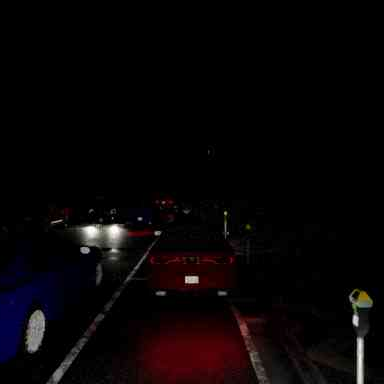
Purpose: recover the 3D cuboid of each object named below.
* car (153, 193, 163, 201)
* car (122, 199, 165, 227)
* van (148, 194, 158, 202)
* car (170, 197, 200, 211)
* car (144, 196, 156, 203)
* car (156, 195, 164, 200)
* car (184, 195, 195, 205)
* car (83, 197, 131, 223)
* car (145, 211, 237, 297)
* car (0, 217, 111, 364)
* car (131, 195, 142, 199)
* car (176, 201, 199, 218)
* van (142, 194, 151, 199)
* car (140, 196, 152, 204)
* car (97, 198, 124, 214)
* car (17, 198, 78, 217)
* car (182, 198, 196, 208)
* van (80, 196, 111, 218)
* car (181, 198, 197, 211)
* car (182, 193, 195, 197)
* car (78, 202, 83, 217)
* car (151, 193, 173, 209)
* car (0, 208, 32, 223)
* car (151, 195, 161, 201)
[{"bbox_3d":[-8.912,1.324,87.347,2.192,1.841,5.009,0,0,0],"label":"car"},{"bbox_3d":[-3.146,1.477,22.625,1.882,1.535,5.008,0,0,0],"label":"car"},{"bbox_3d":[-8.912,1.345,76.073,1.690,1.788,3.998,0,0,0],"label":"van"},{"bbox_3d":[-0.386,1.439,25.353,1.967,1.590,4.097,0,0,0],"label":"car"},{"bbox_3d":[-8.911,1.553,70.437,2.008,1.369,4.403,0,0,0],"label":"car"},{"bbox_3d":[-8.911,1.578,92.984,1.947,1.339,4.313,0,0,0],"label":"car"},{"bbox_3d":[-0.386,1.440,59.171,1.967,1.590,4.097,0,0,0],"label":"car"},{"bbox_3d":[-6.244,1.351,25.022,2.097,1.767,4.553,0,0,0],"label":"car"},{"bbox_3d":[-0.006,1.477,8.651,1.882,1.535,5.008,0,0,0],"label":"car"},{"bbox_3d":[-3.048,1.477,5.926,1.882,1.535,5.008,0,0,0],"label":"car"},{"bbox_3d":[-8.911,1.439,47.891,1.967,1.590,4.097,0,0,0],"label":"car"},{"bbox_3d":[-0.385,1.565,30.990,1.947,1.339,4.313,0,0,0],"label":"car"},{"bbox_3d":[-8.911,1.340,59.164,1.690,1.788,3.998,0,0,0],"label":"van"},{"bbox_3d":[-8.911,1.526,64.631,1.752,1.417,4.829,0,0,0],"label":"car"},{"bbox_3d":[-8.911,1.439,36.617,1.967,1.590,4.097,0,0,0],"label":"car"},{"bbox_3d":[-8.911,1.314,19.706,2.192,1.841,5.009,0,0,0],"label":"car"},{"bbox_3d":[-0.385,1.565,47.899,1.947,1.339,4.313,0,0,0],"label":"car"},{"bbox_3d":[-8.911,1.340,30.980,1.690,1.788,3.998,0,0,0],"label":"van"},{"bbox_3d":[-0.385,1.544,42.263,1.887,1.381,4.507,0,0,0],"label":"car"},{"bbox_3d":[-0.386,1.314,36.627,2.192,1.841,5.009,0,0,0],"label":"car"},{"bbox_3d":[-8.910,1.544,25.344,1.887,1.381,4.507,0,0,0],"label":"car"},{"bbox_3d":[-3.046,1.220,38.407,2.150,2.045,5.566,0,0,0],"label":"car"},{"bbox_3d":[-8.910,1.565,14.070,1.947,1.339,4.313,0,0,0],"label":"car"},{"bbox_3d":[-8.911,1.447,81.710,1.967,1.590,4.097,0,0,0],"label":"car"}]
